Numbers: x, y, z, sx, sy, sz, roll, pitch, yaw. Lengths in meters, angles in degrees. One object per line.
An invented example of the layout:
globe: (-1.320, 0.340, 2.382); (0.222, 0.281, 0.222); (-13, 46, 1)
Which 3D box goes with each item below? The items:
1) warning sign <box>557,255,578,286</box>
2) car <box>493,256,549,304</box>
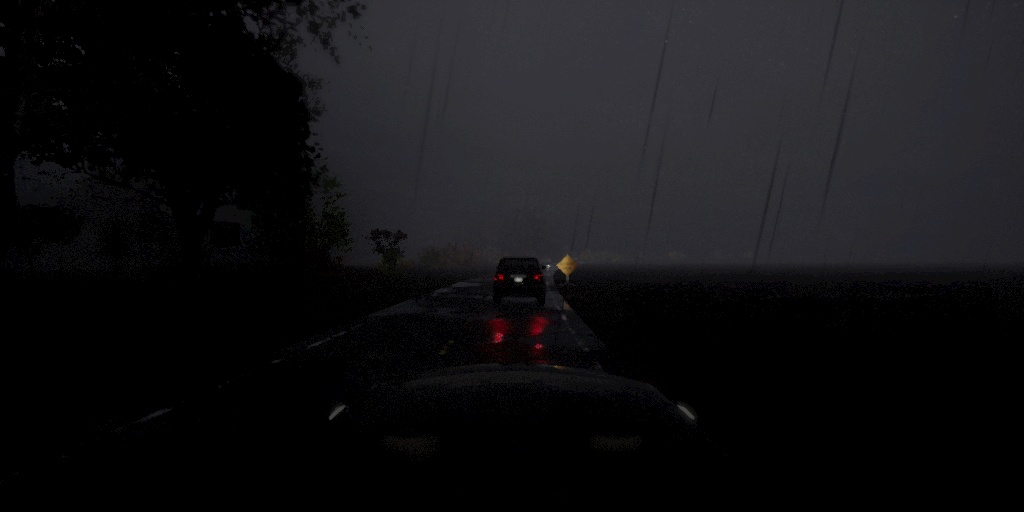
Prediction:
warning sign: (3.385, 0.860, 21.887); (1.300, 1.860, 1.060); (0, 0, 4)
car: (0.391, 1.006, 16.434); (2.150, 2.045, 5.566); (0, 0, 3)
